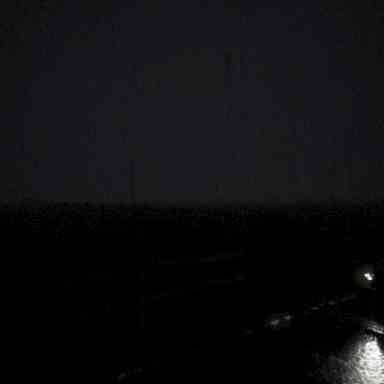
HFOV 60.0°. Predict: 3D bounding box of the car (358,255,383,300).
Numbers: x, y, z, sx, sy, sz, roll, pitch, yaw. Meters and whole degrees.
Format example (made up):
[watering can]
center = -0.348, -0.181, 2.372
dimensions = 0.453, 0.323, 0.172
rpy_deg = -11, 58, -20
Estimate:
[car]
center = 5.809, 1.488, 7.213
dimensions = 5.357, 1.411, 2.033
rpy_deg = 0, 0, -36
